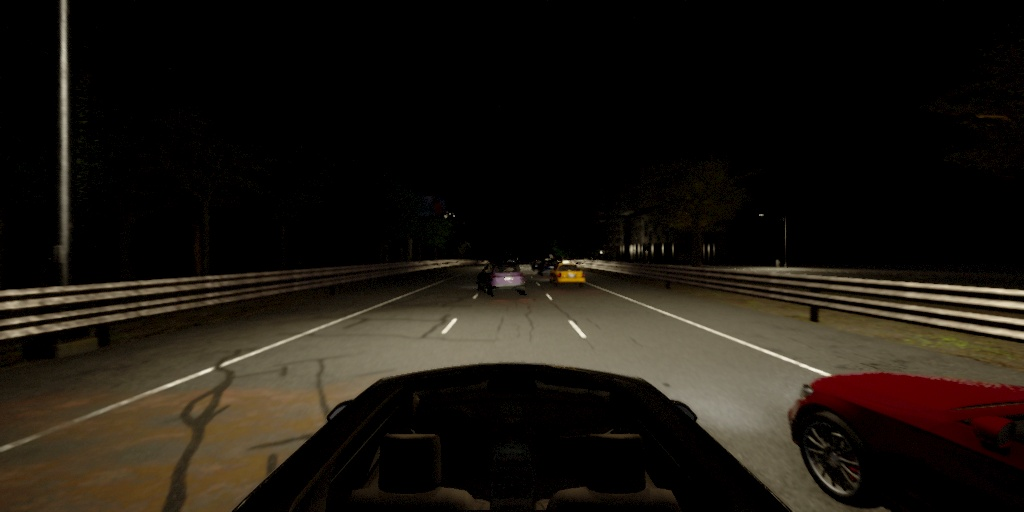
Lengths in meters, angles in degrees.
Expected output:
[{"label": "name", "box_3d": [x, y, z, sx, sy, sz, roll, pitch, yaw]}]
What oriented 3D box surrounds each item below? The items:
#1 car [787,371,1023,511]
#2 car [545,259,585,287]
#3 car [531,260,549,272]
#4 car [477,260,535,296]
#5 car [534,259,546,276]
[{"label": "car", "box_3d": [3.500, 1.276, 1.396, 1.812, 1.442, 4.674, 0, 0, 0]}, {"label": "car", "box_3d": [3.505, 1.116, 23.587, 1.801, 1.575, 5.366, 0, 0, 0]}, {"label": "car", "box_3d": [3.522, 1.224, 45.424, 1.895, 1.301, 4.718, 0, 0, 0]}, {"label": "car", "box_3d": [-0.612, 1.110, 18.858, 2.033, 1.649, 4.856, -2, 1, -13]}, {"label": "car", "box_3d": [3.509, 1.052, 34.394, 2.033, 1.649, 4.856, 0, 0, 0]}]
